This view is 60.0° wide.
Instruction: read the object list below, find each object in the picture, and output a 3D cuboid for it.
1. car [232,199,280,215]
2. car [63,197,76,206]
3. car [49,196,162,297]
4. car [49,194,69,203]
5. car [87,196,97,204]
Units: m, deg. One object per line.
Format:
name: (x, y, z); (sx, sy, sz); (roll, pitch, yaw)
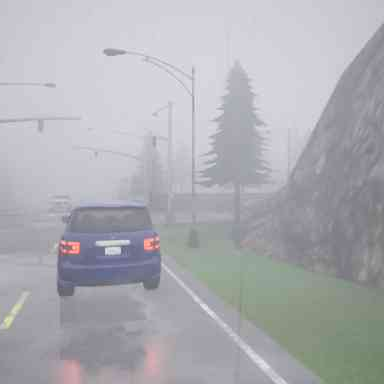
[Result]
car: (6.401, 1.503, 33.333); (4.892, 1.490, 1.837); (0, 0, -18)
car: (-20.629, 1.524, 56.258); (1.812, 1.442, 4.674); (0, 0, -17)
car: (-2.280, 1.221, 8.946); (2.150, 2.045, 5.566); (0, 0, -17)
car: (-15.240, 1.221, 38.658); (2.150, 2.045, 5.566); (0, 0, -17)
car: (-19.446, 1.524, 64.551); (1.812, 1.442, 4.674); (0, 0, -17)
